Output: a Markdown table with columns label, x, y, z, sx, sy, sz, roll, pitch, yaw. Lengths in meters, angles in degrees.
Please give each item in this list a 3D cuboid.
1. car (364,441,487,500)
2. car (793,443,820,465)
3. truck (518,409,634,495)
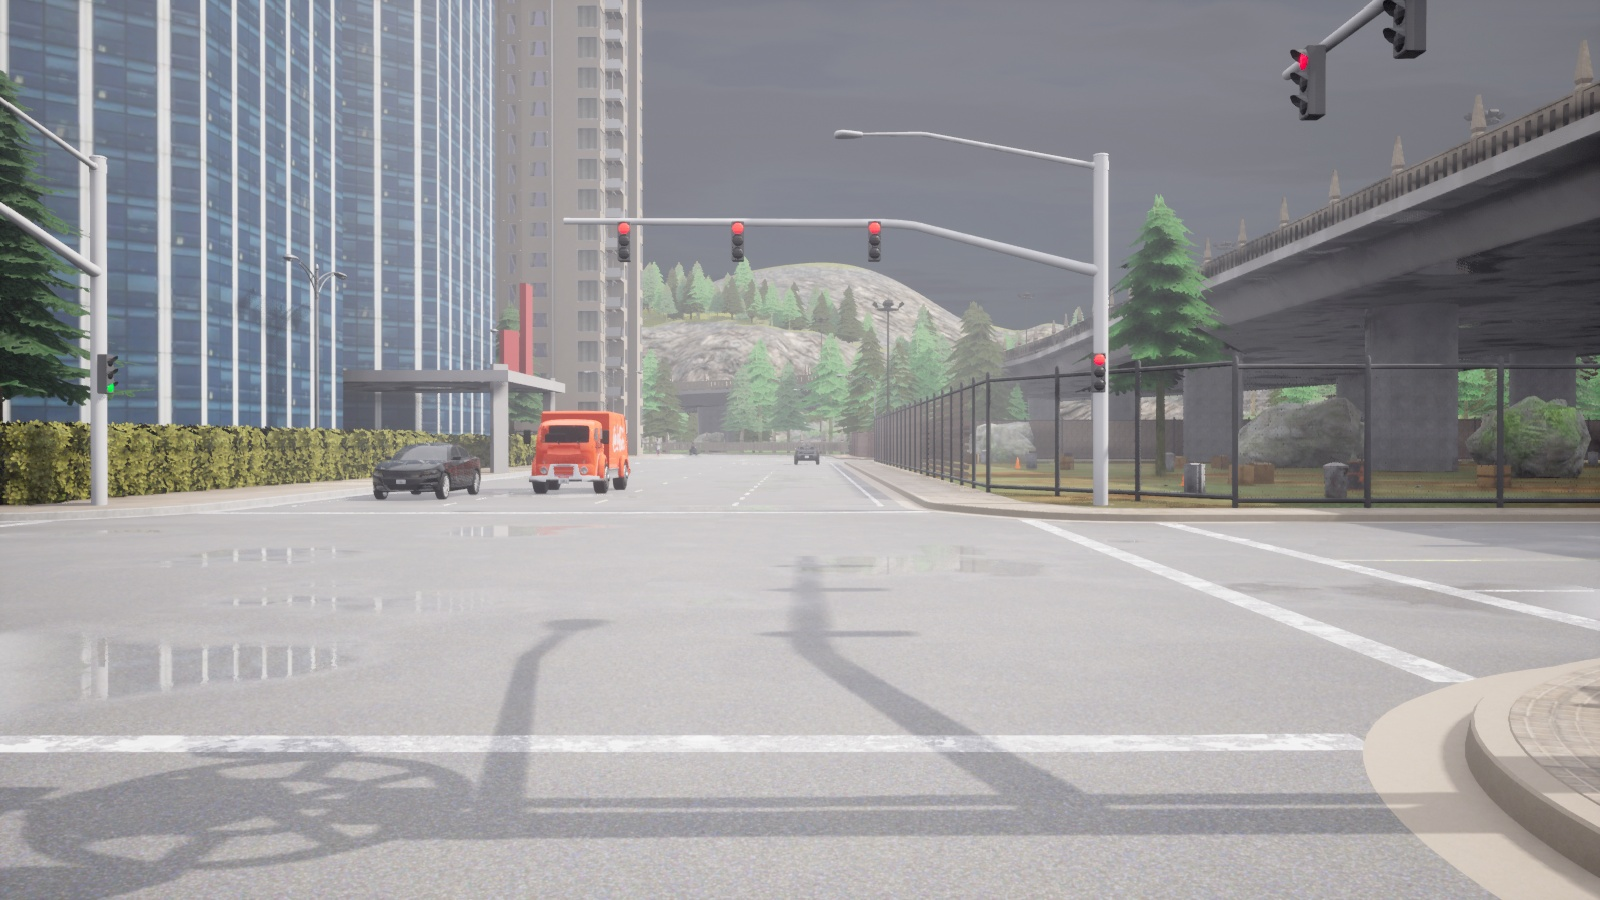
| label | x | y | z | sx | sy | sz | roll | pitch | yaw |
| --- | --- | --- | --- | --- | --- | --- | --- | --- | --- |
| car | -10.300 | 0.519 | 34.939 | 1.882 | 1.535 | 5.008 | 0 | 0 | 0 |
| car | 0.479 | 0.267 | 87.383 | 1.816 | 1.474 | 4.193 | 0 | 0 | 0 |
| truck | -6.780 | 0.036 | 38.678 | 2.627 | 2.467 | 5.204 | 0 | 0 | 0 |
